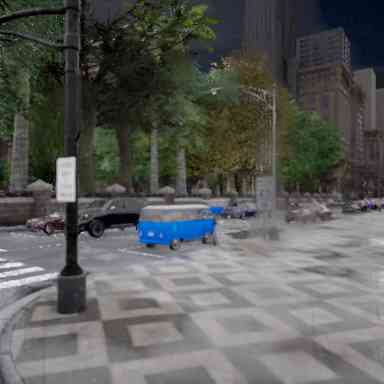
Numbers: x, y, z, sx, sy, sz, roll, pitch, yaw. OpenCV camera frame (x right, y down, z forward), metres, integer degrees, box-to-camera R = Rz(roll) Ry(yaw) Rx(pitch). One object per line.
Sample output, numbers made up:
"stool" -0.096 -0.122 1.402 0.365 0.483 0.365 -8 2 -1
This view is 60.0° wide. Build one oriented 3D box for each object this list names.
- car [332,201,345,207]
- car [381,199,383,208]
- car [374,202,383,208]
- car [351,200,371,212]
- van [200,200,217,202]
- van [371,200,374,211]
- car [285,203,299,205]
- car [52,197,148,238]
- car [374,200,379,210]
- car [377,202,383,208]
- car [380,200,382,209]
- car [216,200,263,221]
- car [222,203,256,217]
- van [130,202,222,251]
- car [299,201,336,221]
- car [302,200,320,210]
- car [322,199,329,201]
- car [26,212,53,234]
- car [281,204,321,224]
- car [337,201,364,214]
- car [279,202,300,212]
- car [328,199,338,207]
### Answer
"car" 34.303 2.803 77.874 1.947 1.339 4.313 -1 -1 36
"car" 38.028 2.751 68.429 2.008 1.369 4.403 -1 -1 36
"car" 41.242 2.830 72.922 1.887 1.381 4.507 -1 -1 36
"car" 25.172 2.160 50.465 2.192 1.841 5.009 -1 -1 36
"van" 2.165 1.683 32.956 1.690 1.788 3.998 -1 -1 36
"van" 28.386 2.276 54.957 1.690 1.788 3.998 -1 -1 36
"car" 15.066 2.219 46.217 1.837 1.490 4.892 0 -1 36
"car" -4.603 1.324 18.893 2.150 2.045 5.566 0 -1 36
"car" 31.600 2.340 59.449 2.192 1.841 5.009 -1 -1 36
"car" 44.457 2.936 77.414 1.947 1.339 4.313 -1 -1 36
"car" 34.814 2.695 63.937 1.802 1.307 4.206 -1 -1 36
"car" 4.637 1.718 31.803 2.097 1.767 4.553 0 -1 35
"car" 5.378 1.978 37.444 1.887 1.381 4.507 -1 -1 36
"van" -0.537 1.457 14.527 1.690 1.788 3.998 -1 -1 36
"car" 12.317 1.922 32.494 1.967 1.590 4.097 -1 -1 36
"car" 21.447 2.327 59.907 1.967 1.590 4.097 -1 -1 36
"car" 24.661 2.558 64.396 1.802 1.307 4.206 -1 -1 36
"car" -7.477 1.649 19.474 1.802 1.307 4.206 -1 -1 36
"car" 9.104 1.972 27.999 1.802 1.307 4.206 -1 -1 36
"car" 21.959 2.320 45.968 1.947 1.339 4.313 -1 -1 36
"car" 15.019 2.288 50.920 1.802 1.307 4.206 -1 -1 36
"car" 27.876 2.379 68.895 2.192 1.841 5.009 -1 -1 36
